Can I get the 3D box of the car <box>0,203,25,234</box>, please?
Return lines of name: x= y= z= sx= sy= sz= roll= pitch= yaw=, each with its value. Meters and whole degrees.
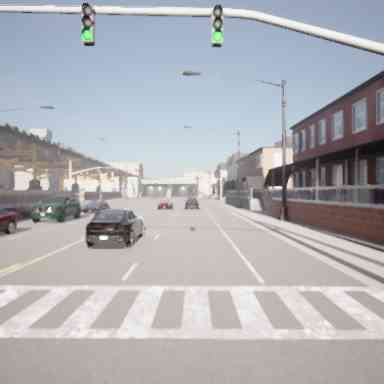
car: x=-10.588 y=1.489 z=16.378 sx=1.882 sy=1.535 sz=5.008 roll=0 pitch=0 yaw=0

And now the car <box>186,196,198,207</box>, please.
car: x=0.000 y=1.514 z=54.079 sx=1.882 sy=1.535 sz=5.008 roll=0 pitch=0 yaw=0

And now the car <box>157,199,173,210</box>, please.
car: x=-3.498 y=1.631 z=44.236 sx=1.895 sy=1.301 sz=4.718 roll=0 pitch=0 yaw=0

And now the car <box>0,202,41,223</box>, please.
car: x=-14.026 y=1.582 z=26.515 sx=1.994 sy=1.385 sz=4.181 roll=0 pitch=0 yaw=0

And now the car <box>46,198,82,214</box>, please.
car: x=-14.000 y=1.517 z=36.826 sx=2.128 sy=1.511 sz=4.902 roll=0 pitch=0 yaw=0

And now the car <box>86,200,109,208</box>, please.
car: x=-10.500 y=1.572 z=36.954 sx=2.033 sy=1.411 sz=5.357 roll=0 pitch=0 yaw=0

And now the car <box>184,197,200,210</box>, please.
car: x=0.002 y=1.531 z=43.780 sx=1.837 sy=1.490 sz=4.892 roll=0 pitch=0 yaw=0

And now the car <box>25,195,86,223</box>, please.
car: x=-10.531 y=1.239 z=26.262 sx=2.150 sy=2.045 sz=5.566 roll=0 pitch=0 yaw=0

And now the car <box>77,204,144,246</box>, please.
car: x=-3.401 y=1.515 z=15.214 sx=1.837 sy=1.490 sz=4.892 roll=0 pitch=0 yaw=0
